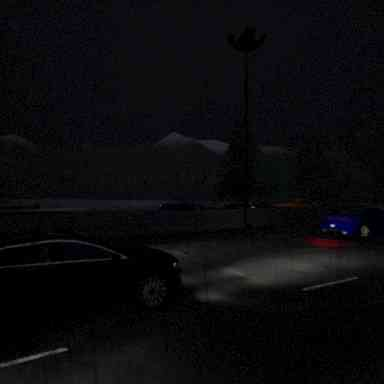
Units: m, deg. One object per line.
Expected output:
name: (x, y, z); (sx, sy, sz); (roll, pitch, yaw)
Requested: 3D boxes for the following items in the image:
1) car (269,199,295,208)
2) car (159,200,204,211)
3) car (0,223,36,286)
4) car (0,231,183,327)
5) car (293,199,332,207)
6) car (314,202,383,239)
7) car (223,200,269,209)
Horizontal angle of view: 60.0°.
car: (10.749, 1.452, 33.881); (5.008, 1.535, 1.882); (0, 0, -24)
car: (-1.130, 1.548, 35.828); (4.718, 1.301, 1.895); (0, 0, -28)
car: (-6.376, 1.576, 7.715); (4.718, 1.301, 1.895); (0, 0, -36)
car: (-2.462, 1.477, 6.157); (4.902, 1.511, 2.128); (0, 0, -35)
car: (12.023, 1.582, 30.652); (4.718, 1.301, 1.895); (0, 0, -25)
car: (8.936, 1.471, 17.162); (5.008, 1.535, 1.882); (0, 0, -28)
car: (5.939, 1.510, 35.529); (5.357, 1.411, 2.033); (0, 0, -26)
